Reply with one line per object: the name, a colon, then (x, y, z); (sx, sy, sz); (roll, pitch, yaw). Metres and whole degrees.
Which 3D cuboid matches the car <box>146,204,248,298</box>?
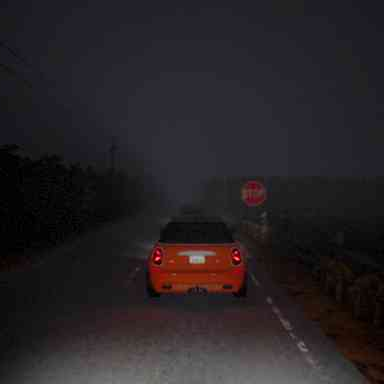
car: (0.103, 1.352, 8.688); (2.097, 1.767, 4.553); (0, 0, 0)
